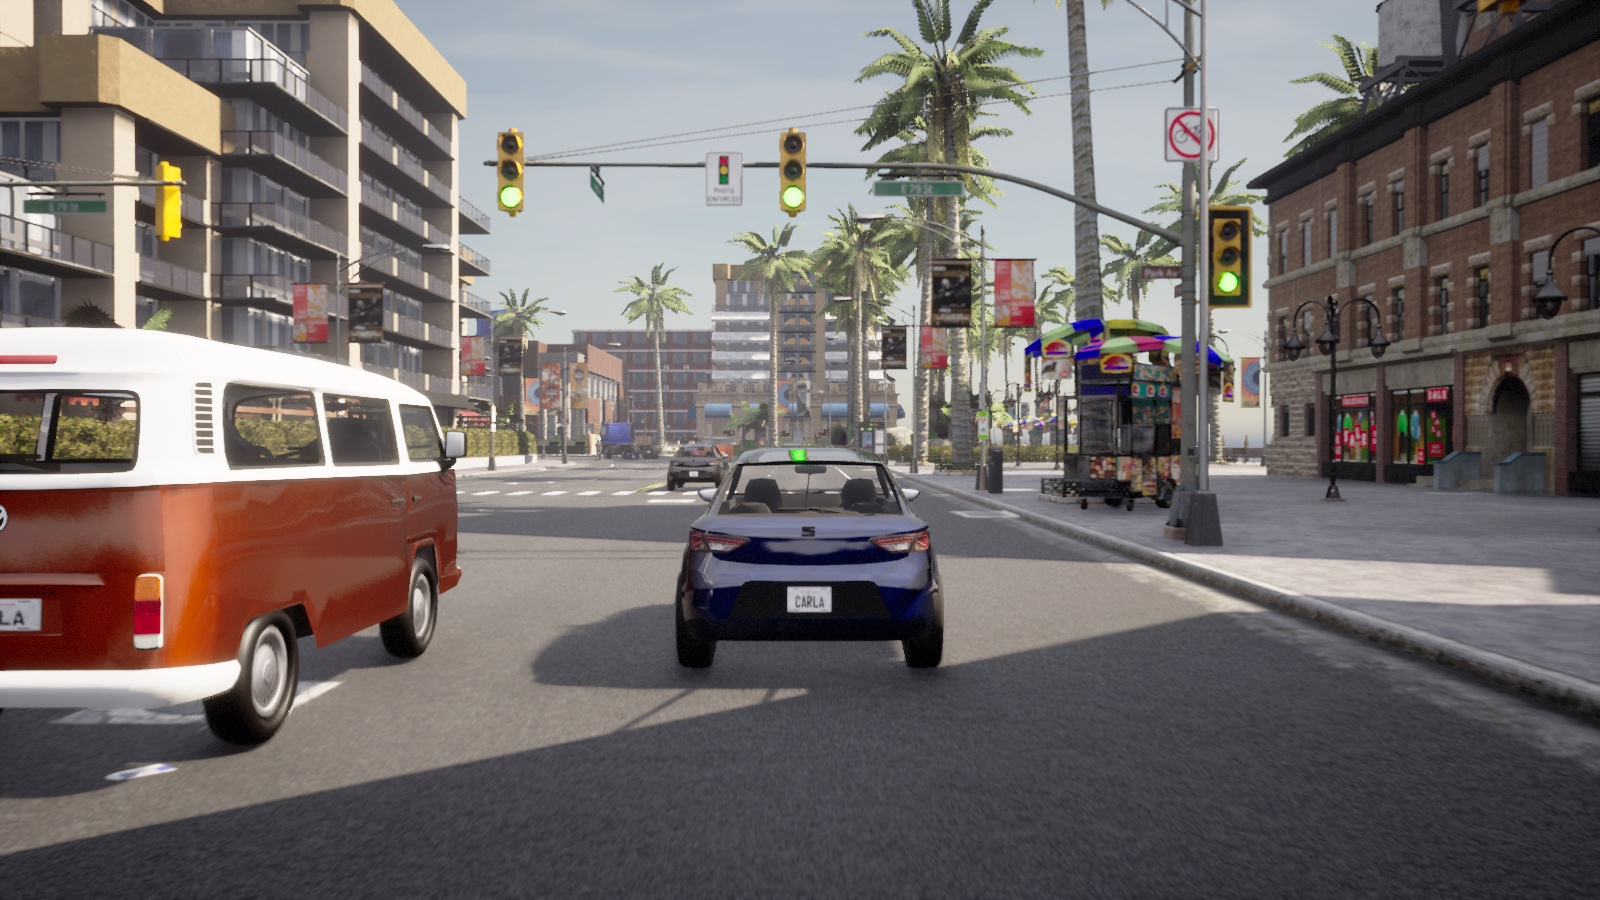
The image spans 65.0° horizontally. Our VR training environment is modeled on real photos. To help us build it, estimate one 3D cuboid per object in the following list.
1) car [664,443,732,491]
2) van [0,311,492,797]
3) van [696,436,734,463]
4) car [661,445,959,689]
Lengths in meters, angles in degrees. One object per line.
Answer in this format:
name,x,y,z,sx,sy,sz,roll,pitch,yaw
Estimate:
car,-3.252,0.523,40.717,1.816,1.474,4.193,0,0,0
van,-3.442,0.424,7.517,2.069,2.038,4.480,0,0,0
van,-6.581,-0.064,96.911,1.775,1.987,4.442,0,0,-19
car,0.071,0.704,9.745,1.816,1.474,4.193,0,0,0
